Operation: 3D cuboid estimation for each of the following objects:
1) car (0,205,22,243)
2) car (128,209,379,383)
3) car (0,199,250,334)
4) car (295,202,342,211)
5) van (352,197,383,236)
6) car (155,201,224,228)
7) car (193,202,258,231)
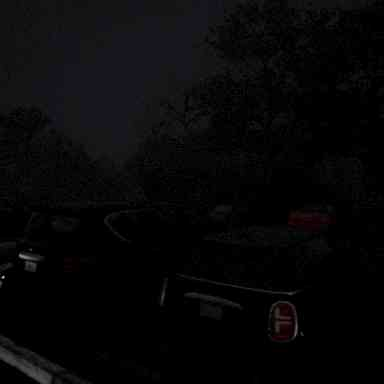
[{"bbox_3d":[-9.938,1.412,13.555,2.231,1.521,4.892,0,0,36],"label":"car"},{"bbox_3d":[1.441,1.329,5.379,2.185,1.767,4.553,0,0,36],"label":"car"},{"bbox_3d":[-0.802,1.189,7.057,2.435,2.045,5.566,0,0,36],"label":"car"},{"bbox_3d":[6.739,1.316,17.671,2.185,1.767,4.553,0,0,36],"label":"car"},{"bbox_3d":[9.087,1.229,16.173,1.878,1.987,4.442,0,0,36],"label":"van"},{"bbox_3d":[-0.034,1.413,22.564,2.097,1.535,5.008,0,0,36],"label":"car"},{"bbox_3d":[2.230,1.460,20.939,2.002,1.452,4.674,0,0,36],"label":"car"}]
